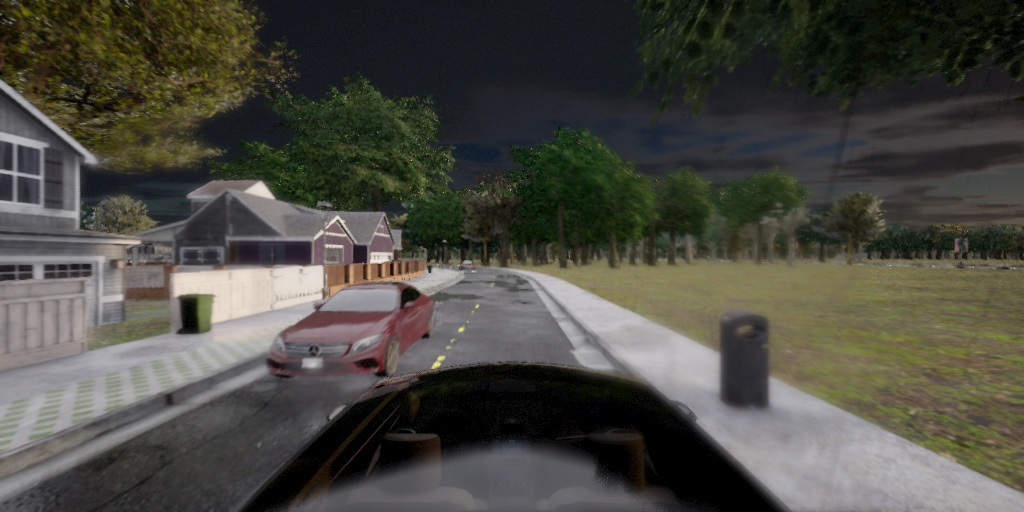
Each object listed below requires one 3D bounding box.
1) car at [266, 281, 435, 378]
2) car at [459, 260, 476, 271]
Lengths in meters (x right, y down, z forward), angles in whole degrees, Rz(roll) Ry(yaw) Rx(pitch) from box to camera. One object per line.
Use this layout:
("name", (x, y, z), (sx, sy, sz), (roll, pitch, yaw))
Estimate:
("car", (-2.856, 1.282, 7.463), (1.812, 1.442, 4.674), (0, 0, 0))
("car", (-6.357, 1.342, 50.870), (1.812, 1.442, 4.674), (0, 0, -15))
